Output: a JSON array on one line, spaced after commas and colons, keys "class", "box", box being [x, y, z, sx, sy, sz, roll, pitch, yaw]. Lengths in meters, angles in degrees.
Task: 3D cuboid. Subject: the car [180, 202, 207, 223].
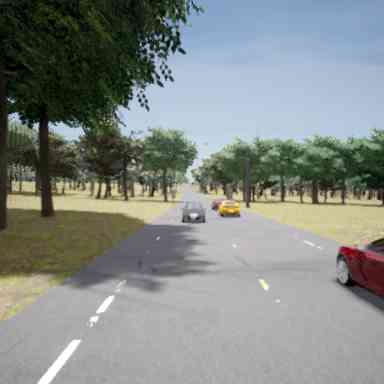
[{"class": "car", "box": [0.142, 1.591, 26.439, 2.128, 1.511, 4.902, 0, 0, 0]}]

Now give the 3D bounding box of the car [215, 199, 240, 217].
[{"class": "car", "box": [3.748, 1.638, 34.028, 1.882, 1.535, 5.008, 0, 0, 1]}]

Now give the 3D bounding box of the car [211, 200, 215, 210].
[{"class": "car", "box": [3.702, 1.758, 46.544, 1.812, 1.442, 4.674, 0, 0, 0]}]

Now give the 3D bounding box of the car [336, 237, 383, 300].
[{"class": "car", "box": [4.577, 1.522, 6.507, 1.882, 1.535, 5.008, 0, 0, 0]}]
